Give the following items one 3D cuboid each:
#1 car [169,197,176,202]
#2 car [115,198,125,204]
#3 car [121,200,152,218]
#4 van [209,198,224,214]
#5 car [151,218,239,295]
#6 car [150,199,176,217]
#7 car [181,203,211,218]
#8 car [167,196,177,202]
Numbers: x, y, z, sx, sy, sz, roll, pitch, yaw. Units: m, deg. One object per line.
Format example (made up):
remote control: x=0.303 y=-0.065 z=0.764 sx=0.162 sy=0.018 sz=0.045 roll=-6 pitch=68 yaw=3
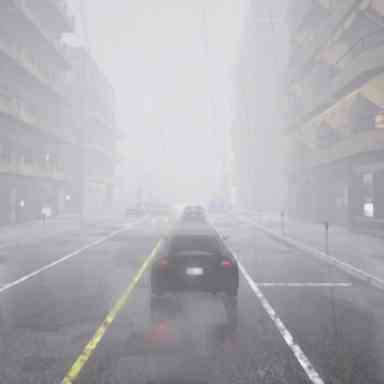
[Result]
car: x=-5.500 y=2.230 z=93.709 sx=1.802 sy=1.307 sz=4.206 roll=1 pitch=0 yaw=0
car: x=-16.354 y=2.001 z=72.735 sx=4.097 sy=1.590 sz=1.967 roll=0 pitch=-2 yaw=0
car: x=-5.581 y=1.784 z=33.447 sx=2.008 sy=1.369 sz=4.403 roll=1 pitch=0 yaw=0
van: x=2.781 y=1.613 z=39.026 sx=1.690 sy=1.788 sz=3.998 roll=1 pitch=0 yaw=0
car: x=0.081 y=1.628 z=8.911 sx=1.994 sy=1.385 sz=4.181 roll=0 pitch=0 yaw=1
car: x=-3.036 y=1.784 z=33.925 sx=2.033 sy=1.411 sz=5.357 roll=0 pitch=0 yaw=0
car: x=0.131 y=1.730 z=26.112 sx=2.033 sy=1.411 sz=5.357 roll=0 pitch=0 yaw=0
car: x=-5.507 y=2.050 z=88.134 sx=1.967 sy=1.590 sz=4.097 roll=1 pitch=0 yaw=0
